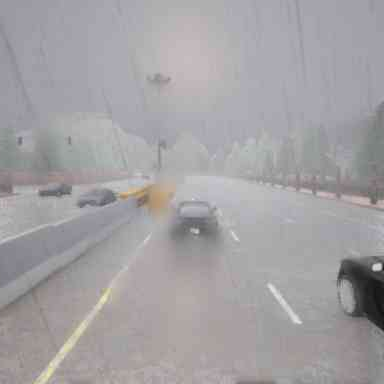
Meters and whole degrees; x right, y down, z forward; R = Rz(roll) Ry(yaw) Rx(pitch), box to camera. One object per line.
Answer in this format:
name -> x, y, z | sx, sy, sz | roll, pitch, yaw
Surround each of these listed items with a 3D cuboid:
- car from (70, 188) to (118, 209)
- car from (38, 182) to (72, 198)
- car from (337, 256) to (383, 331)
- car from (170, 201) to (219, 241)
car -> -7.042, 0.378, 25.217 | 2.033, 1.411, 5.357 | 0, 4, 1
car -> -13.925, -0.267, 34.171 | 1.882, 1.535, 5.008 | 0, 3, 1
car -> 3.601, 1.419, 4.141 | 1.882, 1.535, 5.008 | 0, 1, 0
car -> 0.103, 1.079, 13.890 | 1.812, 1.442, 4.674 | 0, 3, 0
